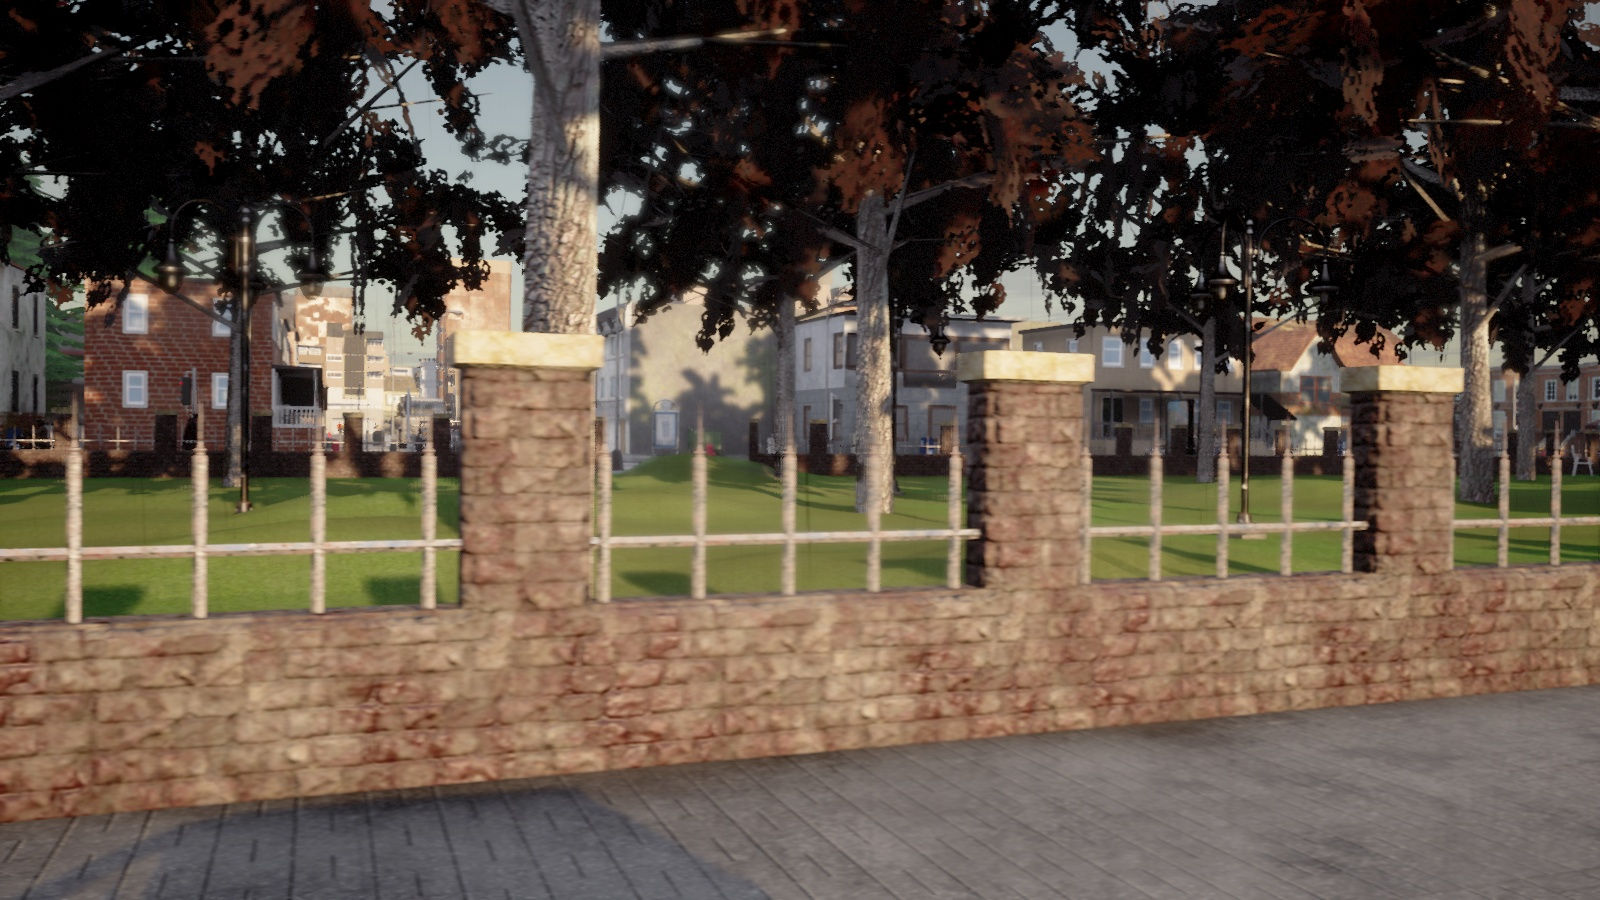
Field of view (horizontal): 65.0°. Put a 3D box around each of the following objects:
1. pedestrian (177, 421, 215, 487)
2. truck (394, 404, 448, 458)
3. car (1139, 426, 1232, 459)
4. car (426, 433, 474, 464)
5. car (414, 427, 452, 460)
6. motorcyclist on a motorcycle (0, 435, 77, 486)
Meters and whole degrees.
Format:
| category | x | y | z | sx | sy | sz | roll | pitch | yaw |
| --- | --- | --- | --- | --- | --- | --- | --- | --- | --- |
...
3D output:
| category | x | y | z | sx | sy | sz | roll | pitch | yaw |
| --- | --- | --- | --- | --- | --- | --- | --- | --- | --- |
| pedestrian | -17.169 | 0.111 | 35.706 | 0.899 | 1.844 | 0.634 | -1 | 1 | -21 |
| truck | -25.573 | -1.277 | 84.457 | 2.891 | 3.462 | 7.936 | -1 | 1 | -21 |
| car | 18.132 | -0.372 | 59.106 | 3.806 | 1.475 | 1.970 | -1 | 1 | -21 |
| car | -18.288 | -0.109 | 65.477 | 2.128 | 1.511 | 4.902 | -1 | 1 | -18 |
| car | -21.838 | -0.381 | 74.646 | 1.905 | 1.878 | 3.866 | -1 | 1 | -21 |
| motorcyclist on a motorcycle | -25.778 | 0.334 | 42.271 | 2.350 | 1.649 | 0.766 | -1 | 1 | -16 |
